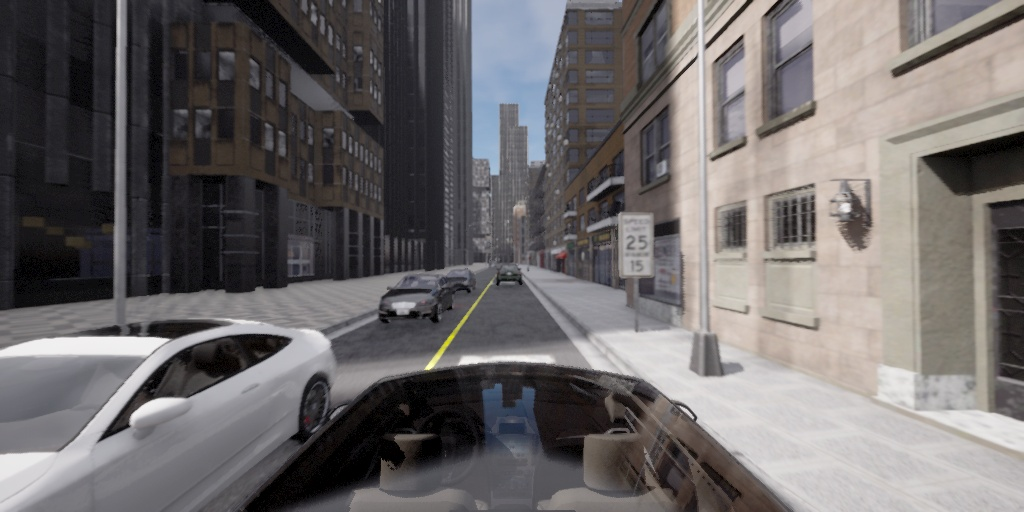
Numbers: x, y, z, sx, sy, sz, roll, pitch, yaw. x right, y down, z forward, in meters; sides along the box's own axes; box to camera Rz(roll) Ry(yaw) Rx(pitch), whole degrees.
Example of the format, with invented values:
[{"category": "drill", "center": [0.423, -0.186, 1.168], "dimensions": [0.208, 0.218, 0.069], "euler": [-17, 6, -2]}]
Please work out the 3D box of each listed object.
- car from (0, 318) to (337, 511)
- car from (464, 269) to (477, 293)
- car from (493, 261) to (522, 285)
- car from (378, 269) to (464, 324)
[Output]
[{"category": "car", "center": [-3.079, 1.308, 2.757], "dimensions": [1.812, 1.442, 4.674], "euler": [0, -1, -1]}, {"category": "car", "center": [-3.337, 1.569, 23.280], "dimensions": [2.033, 1.411, 5.357], "euler": [0, -1, 0]}, {"category": "car", "center": [-0.243, 1.431, 30.542], "dimensions": [2.097, 1.767, 4.553], "euler": [0, -1, -1]}, {"category": "car", "center": [-3.210, 1.393, 12.881], "dimensions": [2.128, 1.511, 4.902], "euler": [0, -1, -1]}]
